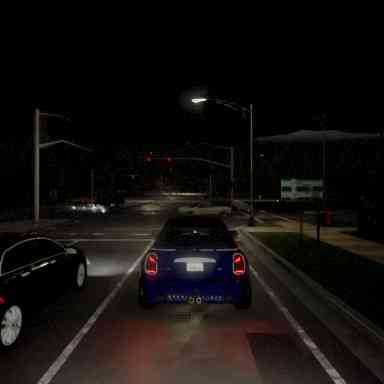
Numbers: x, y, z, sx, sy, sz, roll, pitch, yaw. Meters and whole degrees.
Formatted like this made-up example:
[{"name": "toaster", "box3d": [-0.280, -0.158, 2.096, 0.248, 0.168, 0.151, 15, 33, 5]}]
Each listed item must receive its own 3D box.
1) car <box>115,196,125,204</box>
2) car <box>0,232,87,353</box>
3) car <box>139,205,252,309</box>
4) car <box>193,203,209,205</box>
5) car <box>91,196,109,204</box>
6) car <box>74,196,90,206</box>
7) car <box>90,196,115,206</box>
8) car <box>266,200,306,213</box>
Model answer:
[{"name": "car", "box3d": [-14.339, 1.547, 63.990, 2.033, 1.411, 5.357, 0, 0, 1]}, {"name": "car", "box3d": [-3.443, 1.505, 6.120, 1.837, 1.490, 4.892, 0, 0, 0]}, {"name": "car", "box3d": [0.067, 1.352, 8.026, 2.097, 1.767, 4.553, 0, 0, 0]}, {"name": "car", "box3d": [1.212, 1.601, 29.684, 4.718, 1.301, 1.895, 0, 0, 0]}, {"name": "car", "box3d": [-17.813, 1.491, 64.844, 2.128, 1.511, 4.902, 0, 0, 1]}, {"name": "car", "box3d": [-17.974, 1.477, 55.168, 1.882, 1.535, 5.008, 0, 0, 1]}, {"name": "car", "box3d": [-14.506, 1.601, 53.956, 1.895, 1.301, 4.718, 0, 0, 1]}, {"name": "car", "box3d": [10.320, 1.564, 36.617, 4.181, 1.385, 1.994, 0, 0, 0]}]
